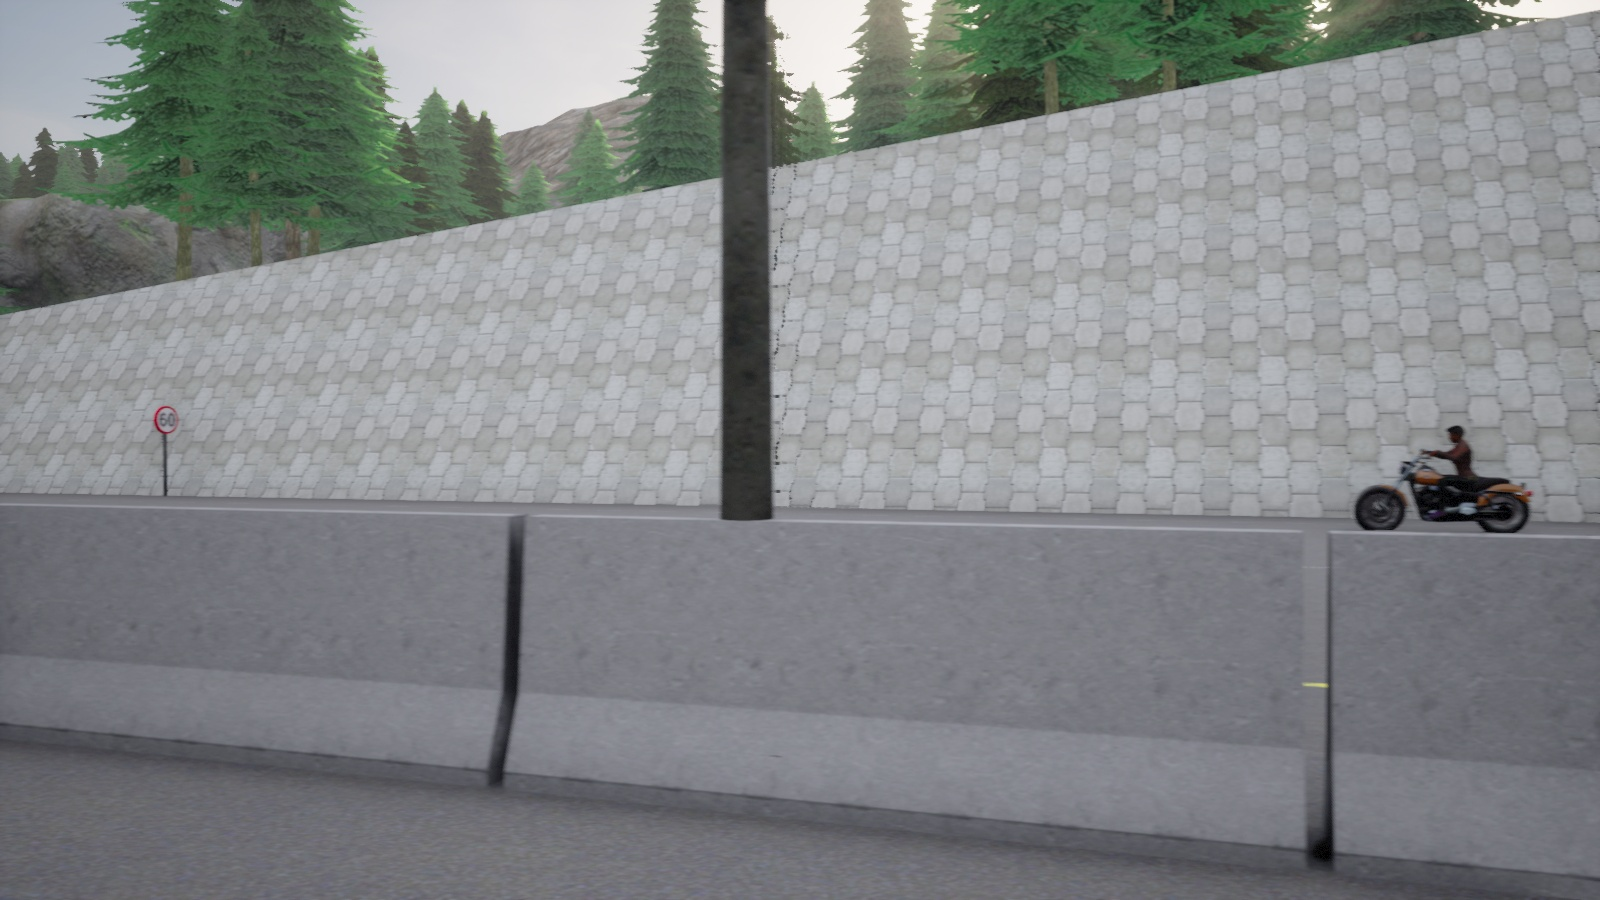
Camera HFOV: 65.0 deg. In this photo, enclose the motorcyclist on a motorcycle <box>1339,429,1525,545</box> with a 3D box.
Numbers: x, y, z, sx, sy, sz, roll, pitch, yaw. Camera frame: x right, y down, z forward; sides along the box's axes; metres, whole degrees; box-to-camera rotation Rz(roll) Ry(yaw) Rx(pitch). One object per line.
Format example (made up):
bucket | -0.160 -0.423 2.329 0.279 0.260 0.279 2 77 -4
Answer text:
motorcyclist on a motorcycle | 9.270 0.515 18.536 2.350 1.649 0.766 0 1 19
